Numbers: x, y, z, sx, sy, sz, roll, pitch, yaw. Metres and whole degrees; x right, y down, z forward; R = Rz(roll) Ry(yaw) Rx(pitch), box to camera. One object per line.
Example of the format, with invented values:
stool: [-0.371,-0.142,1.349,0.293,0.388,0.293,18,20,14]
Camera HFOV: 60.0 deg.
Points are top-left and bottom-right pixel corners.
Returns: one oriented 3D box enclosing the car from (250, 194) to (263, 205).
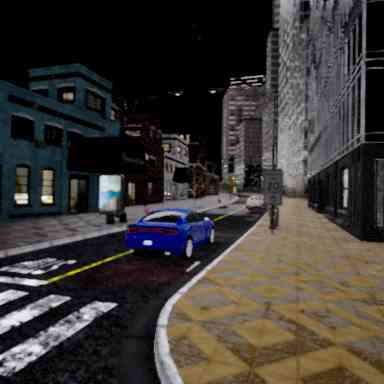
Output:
car: [10.072,1.197,51.731,1.882,1.535,5.008,1,0,12]

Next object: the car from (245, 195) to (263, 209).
car: [7.778,1.282,41.815,1.812,1.442,4.674,1,0,14]

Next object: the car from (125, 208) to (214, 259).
car: [-0.553,1.310,11.982,1.882,1.535,5.008,1,0,17]
